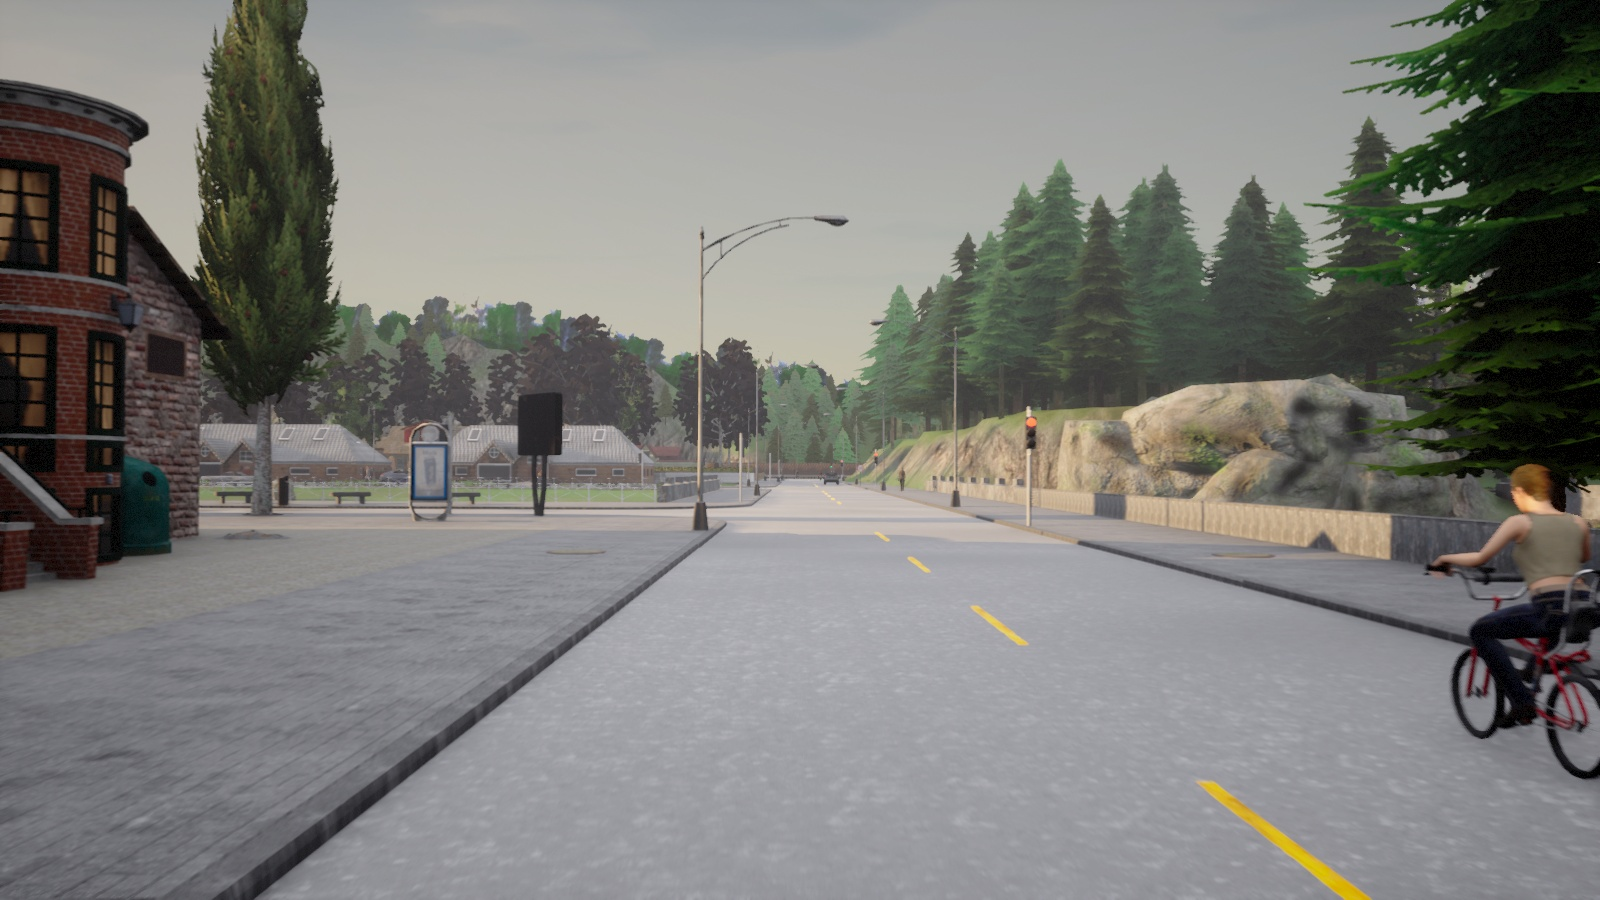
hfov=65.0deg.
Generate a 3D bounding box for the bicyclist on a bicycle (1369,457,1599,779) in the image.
[{"bbox_3d":[3.986,0.853,7.060,0.866,1.612,1.509,0,-1,0],"label":"bicyclist on a bicycle"}]
